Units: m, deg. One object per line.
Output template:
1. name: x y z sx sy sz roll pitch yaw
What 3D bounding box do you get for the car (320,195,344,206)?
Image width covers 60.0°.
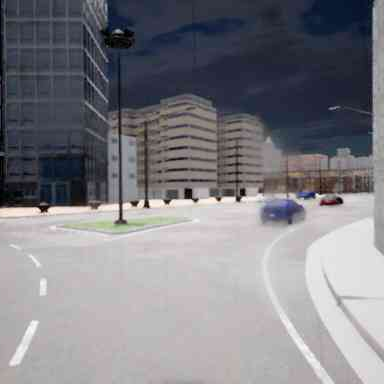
1. car: 18.013 1.031 42.735 1.994 1.385 4.181 0 1 40

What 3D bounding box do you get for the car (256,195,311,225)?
1. car: 6.145 1.235 22.136 1.882 1.535 5.008 -1 0 33

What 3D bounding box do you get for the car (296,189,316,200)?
1. car: 21.965 0.477 64.118 2.150 2.045 5.566 0 1 40

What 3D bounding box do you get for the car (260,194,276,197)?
1. car: 11.845 0.983 52.018 1.812 1.442 4.674 0 0 40
